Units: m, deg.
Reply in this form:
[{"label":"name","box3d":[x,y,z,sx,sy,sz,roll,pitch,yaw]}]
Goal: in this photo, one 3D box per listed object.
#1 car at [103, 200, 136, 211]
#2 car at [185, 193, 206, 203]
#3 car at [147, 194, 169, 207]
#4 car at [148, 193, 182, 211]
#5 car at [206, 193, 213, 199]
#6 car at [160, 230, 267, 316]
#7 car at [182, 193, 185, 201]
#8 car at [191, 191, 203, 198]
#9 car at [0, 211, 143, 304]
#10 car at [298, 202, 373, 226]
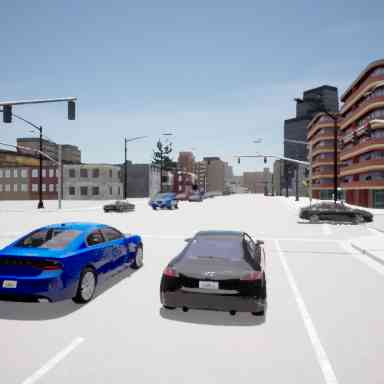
[{"label":"car","box3d":[-7.742,1.552,35.654,1.895,1.301,4.718,0,0,12]},{"label":"car","box3d":[0.706,1.199,60.292,2.033,1.411,5.357,0,1,11]},{"label":"car","box3d":[-4.979,1.193,49.509,2.097,1.767,4.553,0,1,11]},{"label":"car","box3d":[-3.177,1.157,40.445,2.150,2.045,5.566,0,0,11]},{"label":"car","box3d":[3.703,0.889,75.388,1.812,1.442,4.674,0,1,11]},{"label":"car","box3d":[0.690,1.564,7.665,1.994,1.385,4.181,0,0,12]},{"label":"car","box3d":[-1.731,1.041,65.918,1.882,1.535,5.008,0,1,11]},{"label":"car","box3d":[1.303,0.565,81.399,2.033,1.411,5.357,0,1,11]},{"label":"car","box3d":[-2.747,1.478,8.312,1.882,1.535,5.008,0,0,11]},{"label":"car","box3d":[10.024,1.492,23.449,4.892,1.490,1.837,0,1,13]}]
